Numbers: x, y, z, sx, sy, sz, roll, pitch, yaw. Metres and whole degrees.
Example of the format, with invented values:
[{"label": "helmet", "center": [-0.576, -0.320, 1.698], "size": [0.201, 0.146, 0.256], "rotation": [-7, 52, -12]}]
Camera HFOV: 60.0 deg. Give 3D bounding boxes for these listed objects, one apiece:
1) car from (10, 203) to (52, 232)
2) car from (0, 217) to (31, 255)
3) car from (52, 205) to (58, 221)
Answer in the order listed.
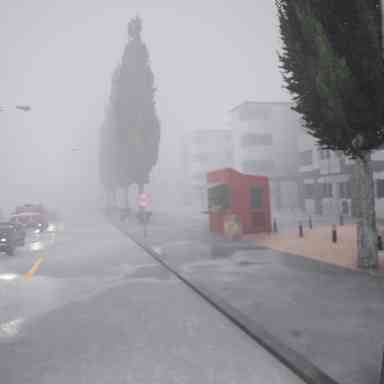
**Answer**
[{"label": "car", "center": [-12.331, 1.950, 25.373], "size": [2.150, 2.045, 5.566], "rotation": [-3, 0, -18]}, {"label": "car", "center": [-9.061, 2.132, 15.489], "size": [1.895, 1.301, 4.718], "rotation": [-3, 0, -18]}, {"label": "car", "center": [-16.141, 2.560, 37.197], "size": [1.895, 1.301, 4.718], "rotation": [-3, 0, -18]}]
